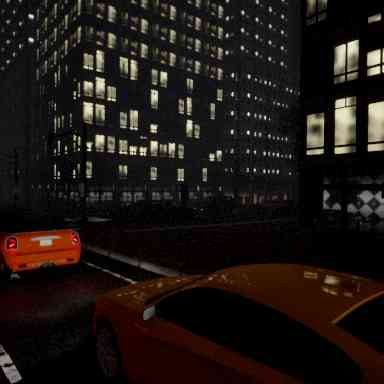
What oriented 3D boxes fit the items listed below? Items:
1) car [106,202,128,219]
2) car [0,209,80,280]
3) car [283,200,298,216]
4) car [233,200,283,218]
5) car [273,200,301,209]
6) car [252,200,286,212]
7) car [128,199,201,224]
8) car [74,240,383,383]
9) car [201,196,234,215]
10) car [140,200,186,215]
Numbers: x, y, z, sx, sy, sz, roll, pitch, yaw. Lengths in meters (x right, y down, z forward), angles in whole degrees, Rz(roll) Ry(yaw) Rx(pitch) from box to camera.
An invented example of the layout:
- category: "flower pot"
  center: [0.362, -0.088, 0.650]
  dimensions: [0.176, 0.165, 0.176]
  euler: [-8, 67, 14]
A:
- category: "car"
  center: [-5.726, 1.644, 31.248]
  dimensions: [4.674, 1.442, 1.812]
  euler: [1, 1, -38]
- category: "car"
  center: [-5.183, 1.347, 10.344]
  dimensions: [2.097, 1.767, 4.553]
  euler: [0, 0, -40]
- category: "car"
  center: [11.035, 1.937, 37.348]
  dimensions: [4.206, 1.307, 1.802]
  euler: [1, 0, -39]
- category: "car"
  center: [6.781, 1.833, 33.909]
  dimensions: [4.829, 1.417, 1.752]
  euler: [1, 0, -39]
- category: "car"
  center: [14.536, 1.883, 50.947]
  dimensions: [4.313, 1.339, 1.947]
  euler: [1, 0, -39]
- category: "car"
  center: [10.274, 1.820, 44.150]
  dimensions: [4.674, 1.442, 1.812]
  euler: [0, 1, -39]
- category: "car"
  center: [-2.124, 1.524, 26.714]
  dimensions: [5.009, 1.841, 2.192]
  euler: [1, 0, -39]
- category: "car"
  center: [0.727, 1.476, 3.277]
  dimensions: [1.882, 1.535, 5.008]
  euler: [0, 0, -40]
- category: "car"
  center: [2.475, 1.430, 37.859]
  dimensions: [5.566, 2.045, 2.150]
  euler: [1, 1, -39]
- category: "car"
  center: [-3.139, 1.649, 36.669]
  dimensions: [4.829, 1.417, 1.752]
  euler: [1, 0, -39]
